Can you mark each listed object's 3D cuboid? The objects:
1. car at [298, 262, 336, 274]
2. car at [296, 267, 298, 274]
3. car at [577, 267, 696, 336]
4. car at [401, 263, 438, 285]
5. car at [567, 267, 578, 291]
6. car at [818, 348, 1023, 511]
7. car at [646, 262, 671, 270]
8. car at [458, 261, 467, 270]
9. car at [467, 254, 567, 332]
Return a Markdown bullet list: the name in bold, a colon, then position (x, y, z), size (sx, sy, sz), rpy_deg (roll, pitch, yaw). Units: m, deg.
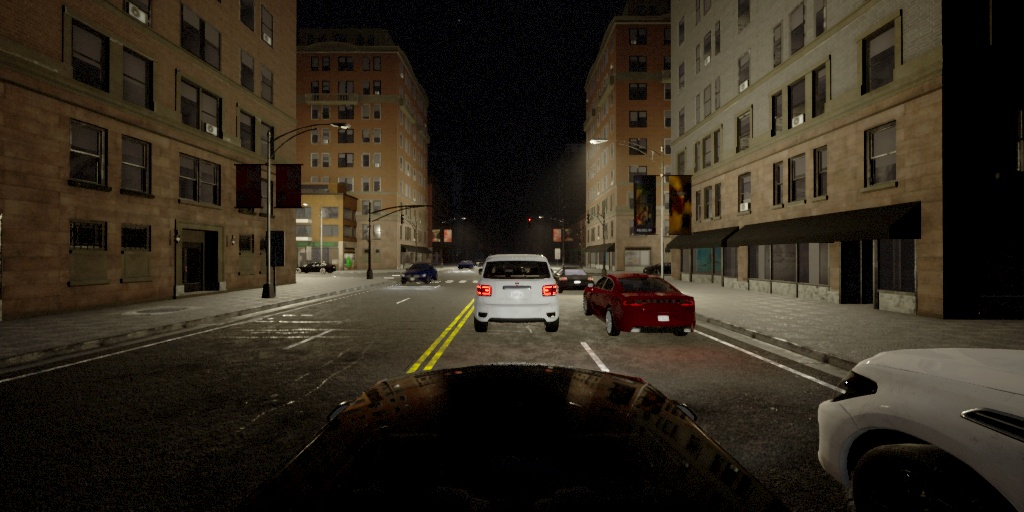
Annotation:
- **car**: position (-22.070, 1.326, 40.283), size (4.313, 1.339, 1.948), rpy_deg (0, 0, 0)
- **car**: position (-22.123, 1.169, 32.258), size (4.097, 1.591, 1.967), rpy_deg (0, 0, 0)
- **car**: position (3.362, 1.228, 10.397), size (1.882, 1.535, 5.008), rpy_deg (0, 0, 0)
- **car**: position (-6.577, 1.275, 26.028), size (1.812, 1.442, 4.674), rpy_deg (0, 0, 0)
- **car**: position (3.376, 1.313, 20.485), size (1.994, 1.385, 4.181), rpy_deg (0, 0, 0)
- **car**: position (3.347, 0.972, 0.237), size (2.150, 2.045, 5.566), rpy_deg (0, 0, 0)
- **car**: position (16.085, 1.351, 37.847), size (4.181, 1.385, 1.994), rpy_deg (0, 0, 0)
- **car**: position (-6.529, 1.344, 50.995), size (1.895, 1.301, 4.718), rpy_deg (0, 0, 0)
- **car**: position (0.116, 0.971, 10.963), size (2.150, 2.045, 5.566), rpy_deg (0, 0, 0)
